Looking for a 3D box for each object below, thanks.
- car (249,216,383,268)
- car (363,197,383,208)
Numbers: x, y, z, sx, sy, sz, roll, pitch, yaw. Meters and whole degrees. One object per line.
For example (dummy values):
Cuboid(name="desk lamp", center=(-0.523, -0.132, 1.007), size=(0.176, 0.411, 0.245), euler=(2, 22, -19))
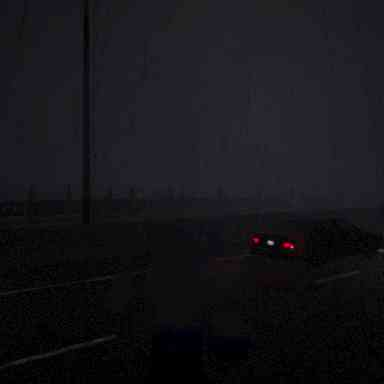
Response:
Cuboid(name="car", center=(4.351, 1.537, 11.208), size=(5.357, 1.411, 2.033), euler=(0, 0, -35))
Cuboid(name="car", center=(24.555, 1.428, 43.988), size=(5.008, 1.535, 1.882), euler=(0, 0, -37))
